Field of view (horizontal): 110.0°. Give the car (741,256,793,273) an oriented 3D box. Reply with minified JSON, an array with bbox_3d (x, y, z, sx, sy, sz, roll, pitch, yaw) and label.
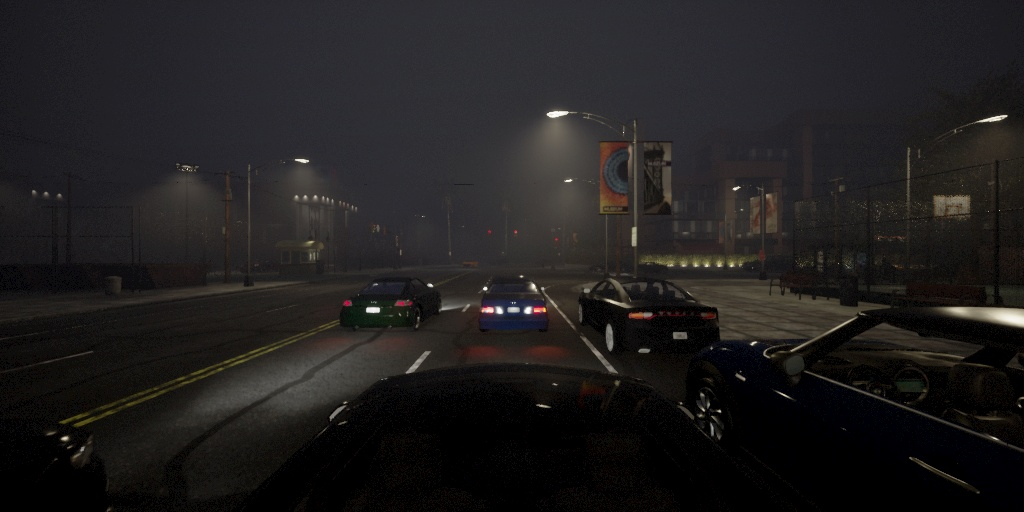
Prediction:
[{"bbox_3d":[30.716,0.971,42.997,5.566,2.045,2.150,0,0,0],"label":"car"}]

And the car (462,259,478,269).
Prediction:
[{"bbox_3d":[-6.677,1.227,57.286,1.882,1.535,5.008,0,0,6],"label":"car"}]

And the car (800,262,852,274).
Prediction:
[{"bbox_3d":[34.649,1.351,39.525,4.718,1.301,1.895,0,0,0],"label":"car"}]

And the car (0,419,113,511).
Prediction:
[{"bbox_3d":[-3.400,1.242,0.161,2.128,1.511,4.902,0,0,0],"label":"car"}]

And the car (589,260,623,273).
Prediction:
[{"bbox_3d":[11.709,1.255,43.156,4.892,1.490,1.837,0,0,5],"label":"car"}]

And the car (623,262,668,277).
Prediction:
[{"bbox_3d":[14.859,1.314,39.390,4.181,1.385,1.994,0,0,0],"label":"car"}]

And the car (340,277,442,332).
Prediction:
[{"bbox_3d":[-3.444,1.314,10.930,1.994,1.385,4.181,0,0,0],"label":"car"}]

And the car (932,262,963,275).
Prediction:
[{"bbox_3d":[45.154,1.314,36.046,4.181,1.385,1.994,0,0,-1],"label":"car"}]

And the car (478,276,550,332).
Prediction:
[{"bbox_3d":[0.055,1.297,10.827,2.033,1.411,5.357,0,0,0],"label":"car"}]

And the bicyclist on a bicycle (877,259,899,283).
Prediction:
[{"bbox_3d":[26.060,1.050,24.979,0.582,1.620,1.656,0,0,-1],"label":"bicyclist on a bicycle"}]
